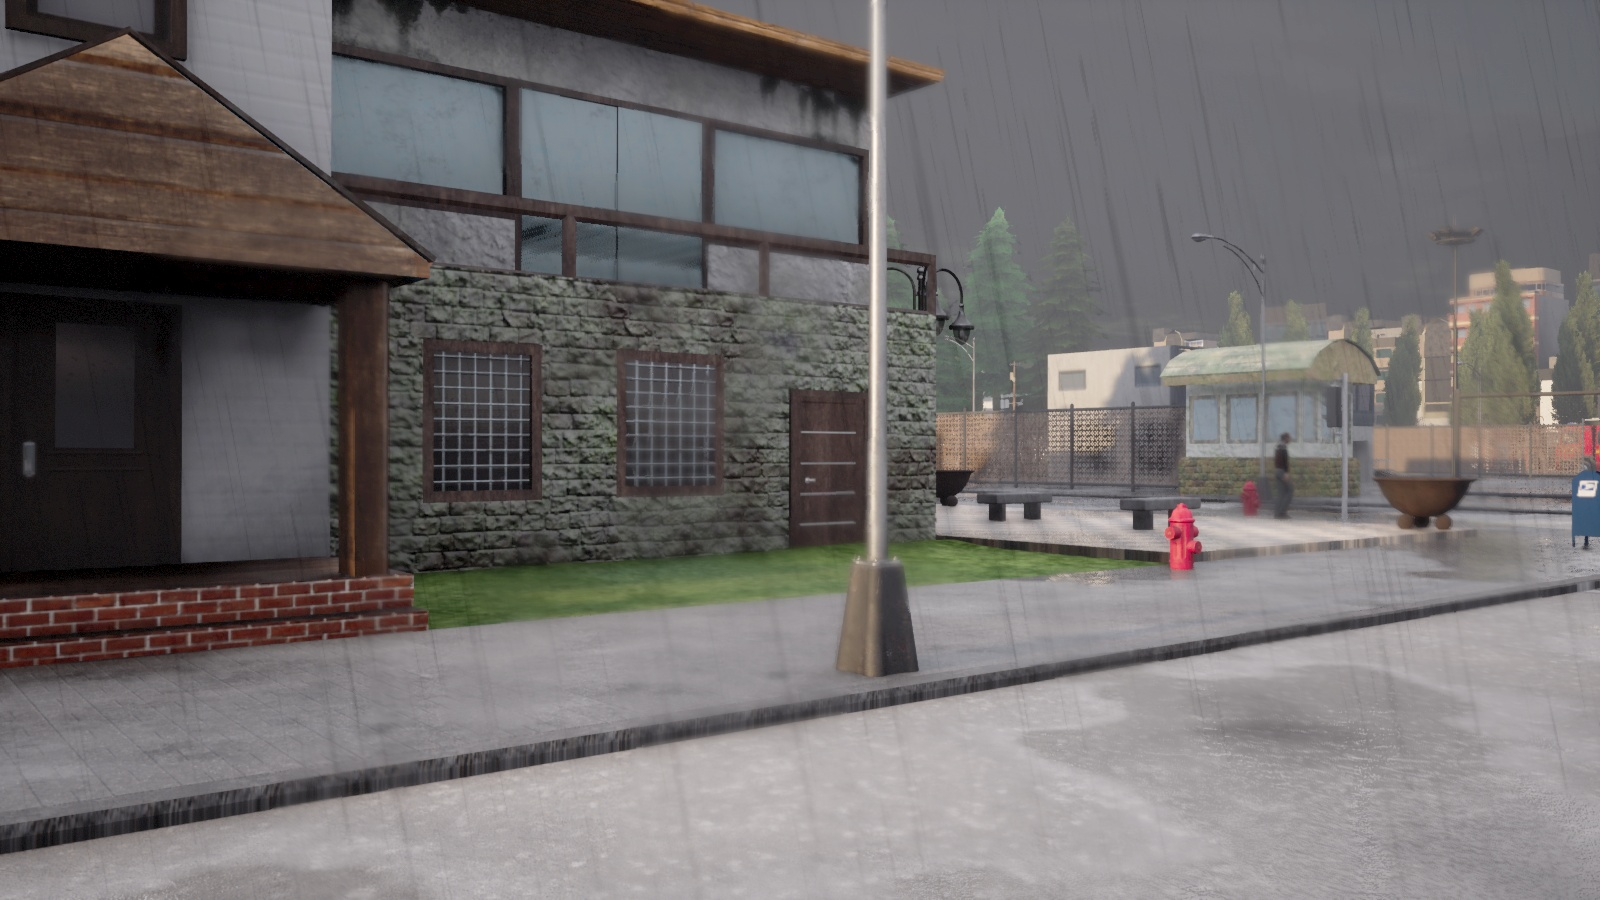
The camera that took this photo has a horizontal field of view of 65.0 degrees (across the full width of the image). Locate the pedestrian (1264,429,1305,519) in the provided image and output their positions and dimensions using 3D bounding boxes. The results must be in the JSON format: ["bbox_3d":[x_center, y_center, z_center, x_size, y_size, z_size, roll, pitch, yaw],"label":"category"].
[{"bbox_3d":[10.076,0.493,26.126,0.720,1.854,0.376,0,0,6],"label":"pedestrian"}]

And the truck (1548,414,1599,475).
[{"bbox_3d":[52.102,-0.338,78.686,2.891,3.827,8.468,0,0,-39],"label":"truck"}]
